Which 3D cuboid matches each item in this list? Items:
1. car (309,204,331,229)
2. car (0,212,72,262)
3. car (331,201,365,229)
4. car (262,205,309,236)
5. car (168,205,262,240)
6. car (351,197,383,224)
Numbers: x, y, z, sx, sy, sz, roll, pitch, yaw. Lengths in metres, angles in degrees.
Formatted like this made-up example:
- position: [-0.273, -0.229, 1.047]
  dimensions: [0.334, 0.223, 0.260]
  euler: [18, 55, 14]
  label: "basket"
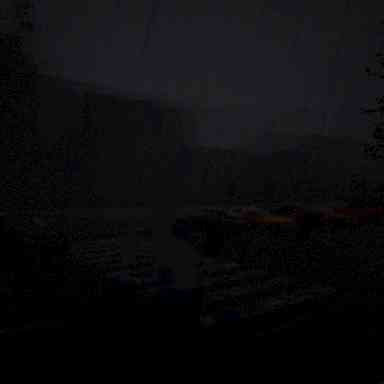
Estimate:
- position: [5.736, 1.588, 20.751]
  dimensions: [4.792, 1.488, 2.163]
  euler: [-1, -1, 35]
  label: "car"
- position: [-6.383, 1.498, 12.094]
  dimensions: [4.892, 1.521, 2.231]
  euler: [-1, -1, 34]
  label: "car"
- position: [8.346, 1.572, 22.365]
  dimensions: [5.366, 1.575, 1.946]
  euler: [-1, -1, 35]
  label: "car"
- position: [3.487, 1.535, 18.903]
  dimensions: [5.366, 1.575, 1.946]
  euler: [-1, -1, 35]
  label: "car"
- position: [0.906, 1.566, 17.271]
  dimensions: [4.674, 1.452, 2.002]
  euler: [-1, -1, 35]
  label: "car"
- position: [13.075, 1.482, 25.914]
  dimensions: [4.553, 1.767, 2.185]
  euler: [-1, -1, 34]
  label: "car"
